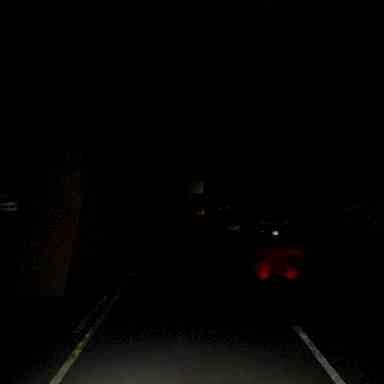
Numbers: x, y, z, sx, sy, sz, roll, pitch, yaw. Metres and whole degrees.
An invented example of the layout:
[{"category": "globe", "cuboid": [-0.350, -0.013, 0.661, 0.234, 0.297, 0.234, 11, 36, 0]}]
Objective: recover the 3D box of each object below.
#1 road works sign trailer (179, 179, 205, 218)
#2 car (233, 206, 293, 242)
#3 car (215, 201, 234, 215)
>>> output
[{"category": "road works sign trailer", "cuboid": [-0.005, 0.601, 31.264, 2.380, 3.560, 2.880, 0, 0, 0]}, {"category": "car", "cuboid": [3.598, 1.565, 16.727, 2.128, 1.511, 4.902, 0, 0, 0]}, {"category": "car", "cuboid": [3.594, 1.706, 36.404, 2.033, 1.411, 5.357, 0, 0, 0]}]
